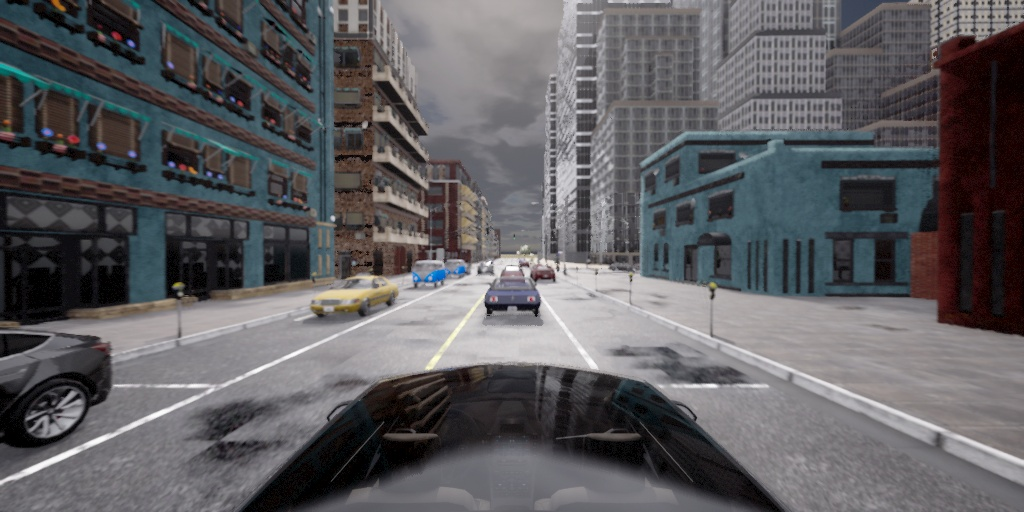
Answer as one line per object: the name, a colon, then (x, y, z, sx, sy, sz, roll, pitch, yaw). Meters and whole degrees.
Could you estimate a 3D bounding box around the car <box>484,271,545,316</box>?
car: (0.041, 1.418, 13.701, 1.895, 1.301, 4.718, 0, 0, 1)

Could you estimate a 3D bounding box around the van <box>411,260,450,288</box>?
van: (-5.693, 1.218, 24.885, 1.690, 1.789, 3.998, 0, 0, 0)

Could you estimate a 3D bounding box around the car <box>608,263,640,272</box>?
car: (16.712, 1.721, 53.841, 4.403, 1.370, 2.007, 0, 0, 1)

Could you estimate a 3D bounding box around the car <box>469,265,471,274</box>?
car: (-5.693, 1.513, 41.627, 2.007, 1.370, 4.403, 0, 0, 0)

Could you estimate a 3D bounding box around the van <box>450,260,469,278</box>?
van: (-5.693, 1.275, 36.048, 1.690, 1.789, 3.998, 0, 0, 0)

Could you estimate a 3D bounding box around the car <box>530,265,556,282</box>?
car: (2.688, 1.451, 30.503, 1.888, 1.381, 4.507, 0, 0, 0)

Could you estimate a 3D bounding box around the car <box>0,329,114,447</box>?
car: (-5.692, 1.321, 2.562, 1.948, 1.339, 4.313, 0, 0, 0)

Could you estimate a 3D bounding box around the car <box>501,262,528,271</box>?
car: (0.049, 1.466, 29.569, 1.994, 1.385, 4.181, 0, 0, 0)

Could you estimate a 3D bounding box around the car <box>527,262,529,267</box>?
car: (2.688, 1.516, 36.083, 1.802, 1.307, 4.207, 0, 0, 0)

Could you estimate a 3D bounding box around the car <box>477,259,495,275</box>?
car: (-3.047, 1.456, 42.121, 2.128, 1.511, 4.902, 0, 0, 1)

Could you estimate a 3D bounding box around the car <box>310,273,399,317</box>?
car: (-5.692, 1.343, 13.555, 1.751, 1.417, 4.829, 0, 0, 0)
